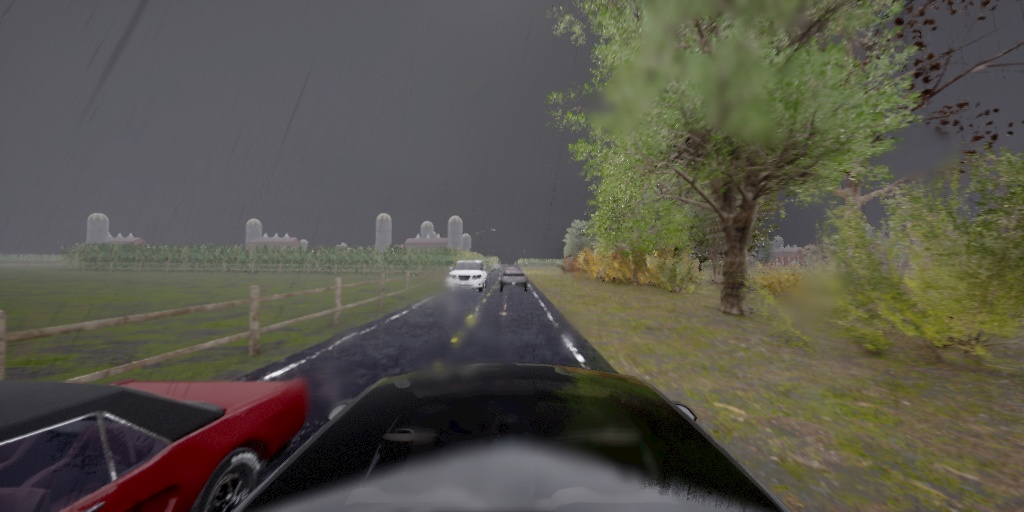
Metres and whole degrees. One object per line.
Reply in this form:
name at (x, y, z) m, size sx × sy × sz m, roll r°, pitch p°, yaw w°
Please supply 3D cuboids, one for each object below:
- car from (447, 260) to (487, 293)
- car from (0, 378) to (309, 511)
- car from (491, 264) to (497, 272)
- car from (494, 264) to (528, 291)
car at (-2.849, 1.281, 24.025) m, size 2.150 × 2.045 × 5.566 m, roll 0°, pitch -1°, yaw 0°
car at (-2.847, 1.343, 1.145) m, size 1.895 × 1.301 × 4.718 m, roll 0°, pitch -1°, yaw 0°
car at (-2.764, 2.139, 65.369) m, size 1.837 × 1.490 × 4.892 m, roll 0°, pitch -1°, yaw 0°
car at (0.102, 1.568, 25.129) m, size 2.128 × 1.511 × 4.902 m, roll 0°, pitch -1°, yaw 0°
